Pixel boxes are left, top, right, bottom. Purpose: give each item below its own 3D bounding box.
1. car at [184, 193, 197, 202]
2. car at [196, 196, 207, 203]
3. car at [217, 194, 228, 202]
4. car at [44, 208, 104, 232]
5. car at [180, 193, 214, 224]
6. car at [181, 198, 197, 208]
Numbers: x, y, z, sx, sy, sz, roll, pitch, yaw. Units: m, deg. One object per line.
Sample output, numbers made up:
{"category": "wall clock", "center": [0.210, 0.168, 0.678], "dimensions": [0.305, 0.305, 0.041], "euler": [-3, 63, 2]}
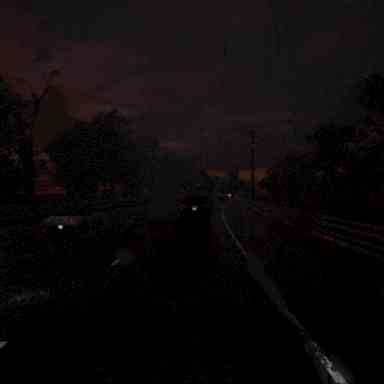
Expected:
{"category": "car", "center": [-0.221, 1.315, 78.719], "dimensions": [2.150, 2.045, 5.566], "euler": [0, 0, 9]}
{"category": "car", "center": [2.020, 1.574, 70.067], "dimensions": [1.837, 1.490, 4.892], "euler": [0, 0, 8]}
{"category": "car", "center": [7.189, 1.584, 80.804], "dimensions": [1.837, 1.490, 4.892], "euler": [0, 0, 9]}
{"category": "car", "center": [-7.019, 1.619, 20.448], "dimensions": [1.895, 1.301, 4.718], "euler": [0, 0, 5]}
{"category": "car", "center": [0.404, 1.237, 25.175], "dimensions": [2.150, 2.045, 5.566], "euler": [0, 0, 5]}
{"category": "car", "center": [-0.397, 1.611, 51.517], "dimensions": [1.994, 1.385, 4.181], "euler": [0, 0, 7]}
